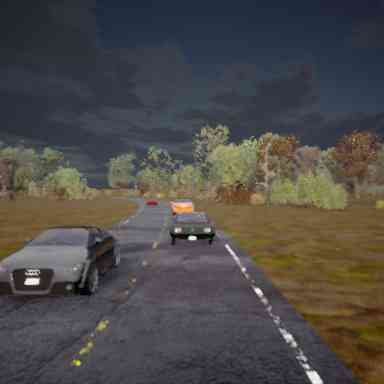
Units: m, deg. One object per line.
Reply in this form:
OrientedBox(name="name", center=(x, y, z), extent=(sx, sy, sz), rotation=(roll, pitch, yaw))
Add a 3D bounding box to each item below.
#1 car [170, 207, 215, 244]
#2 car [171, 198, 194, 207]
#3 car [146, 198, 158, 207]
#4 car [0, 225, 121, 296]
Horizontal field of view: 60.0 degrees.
OrientedBox(name="car", center=(-0.039, 1.603, 15.880), extent=(1.895, 1.301, 4.718), rotation=(0, 0, -2))
OrientedBox(name="car", center=(-0.976, 1.358, 33.384), extent=(2.097, 1.767, 4.553), rotation=(0, 0, -5))
OrientedBox(name="car", center=(-6.209, 1.625, 51.709), extent=(1.895, 1.301, 4.718), rotation=(0, 0, -8))
OrientedBox(name="car", center=(-3.153, 1.574, 8.551), extent=(1.994, 1.385, 4.181), rotation=(0, 0, 0))
